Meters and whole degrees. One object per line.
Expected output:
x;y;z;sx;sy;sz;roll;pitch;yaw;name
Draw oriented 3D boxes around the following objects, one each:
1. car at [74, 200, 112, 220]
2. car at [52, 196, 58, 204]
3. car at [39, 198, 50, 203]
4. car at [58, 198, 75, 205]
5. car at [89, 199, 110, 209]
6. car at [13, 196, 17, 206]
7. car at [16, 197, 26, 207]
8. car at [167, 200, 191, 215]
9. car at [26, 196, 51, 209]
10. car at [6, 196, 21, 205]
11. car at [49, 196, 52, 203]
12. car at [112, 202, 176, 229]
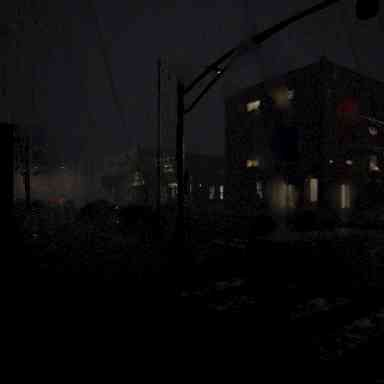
-8.333;1.595;28.413;1.802;1.307;4.206;0;0;-35;car
-28.240;2.050;71.572;1.802;1.307;4.206;0;0;-35;car
-37.877;2.146;85.295;1.752;1.417;4.829;0;0;-35;car
-25.062;1.858;67.044;1.967;1.590;4.097;0;0;-35;car
-14.618;1.782;52.292;1.752;1.417;4.829;0;0;-35;car
-31.920;1.943;62.229;1.947;1.339;4.313;0;0;-35;car
-28.922;1.875;57.948;1.887;1.381;4.507;0;0;-35;car
-1.895;1.505;34.279;1.967;1.590;4.097;0;0;-35;car
-22.509;1.755;48.722;1.752;1.417;4.829;0;0;-35;car
-38.281;1.792;71.286;2.192;1.841;5.009;0;0;-35;car
-34.601;1.883;80.629;2.192;1.841;5.009;0;0;-35;car
-3.160;1.482;21.047;1.887;1.381;4.507;0;0;-35;car
